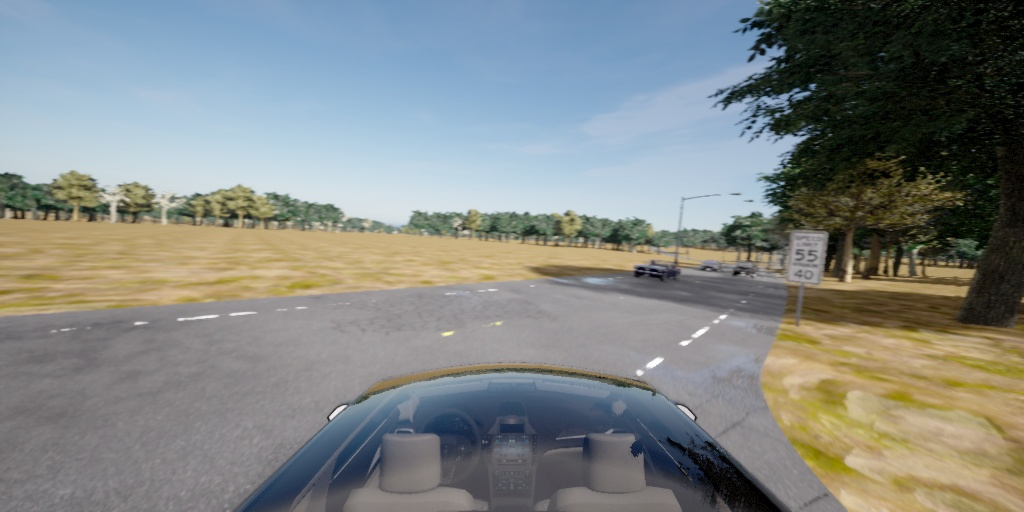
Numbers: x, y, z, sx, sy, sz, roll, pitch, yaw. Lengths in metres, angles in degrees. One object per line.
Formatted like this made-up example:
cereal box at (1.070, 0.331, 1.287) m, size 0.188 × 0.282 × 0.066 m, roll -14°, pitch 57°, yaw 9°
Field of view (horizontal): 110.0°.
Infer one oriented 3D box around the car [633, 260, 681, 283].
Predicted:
car at (9.658, 0.923, 23.741) m, size 1.895 × 1.301 × 4.718 m, roll 9°, pitch 4°, yaw 38°

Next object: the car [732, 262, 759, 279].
car at (23.786, 1.428, 36.630) m, size 1.837 × 1.490 × 4.892 m, roll 7°, pitch 4°, yaw 36°

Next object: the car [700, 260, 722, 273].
car at (23.855, 1.158, 42.800) m, size 2.033 × 1.411 × 5.357 m, roll 7°, pitch 4°, yaw 35°
